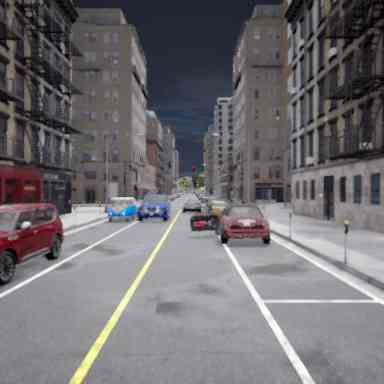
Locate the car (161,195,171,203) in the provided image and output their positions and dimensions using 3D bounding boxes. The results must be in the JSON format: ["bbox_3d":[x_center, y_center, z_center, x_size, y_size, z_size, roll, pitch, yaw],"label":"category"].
[{"bbox_3d":[-5.374,1.457,69.018,1.752,1.417,4.829,0,0,0],"label":"car"}]

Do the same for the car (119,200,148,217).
[{"bbox_3d":[-5.383,1.520,31.225,2.008,1.369,4.403,0,0,0],"label":"car"}]

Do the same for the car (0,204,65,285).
[{"bbox_3d":[-5.393,1.305,9.599,2.192,1.841,5.009,0,0,0],"label":"car"}]

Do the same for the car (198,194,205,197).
[{"bbox_3d":[2.650,1.488,63.506,2.008,1.369,4.403,0,0,0],"label":"car"}]

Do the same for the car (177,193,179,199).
[{"bbox_3d":[-5.369,1.455,91.913,2.008,1.369,4.403,0,0,0],"label":"car"}]

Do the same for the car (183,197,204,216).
[{"bbox_3d":[0.010,1.528,36.026,1.994,1.385,4.181,0,0,0],"label":"car"}]

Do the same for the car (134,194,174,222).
[{"bbox_3d":[-2.837,1.195,26.127,2.150,2.045,5.566,0,0,0],"label":"car"}]

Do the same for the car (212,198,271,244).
[{"bbox_3d":[2.266,1.336,15.864,2.097,1.767,4.553,0,0,0],"label":"car"}]

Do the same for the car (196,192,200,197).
[{"bbox_3d":[2.655,1.351,86.233,1.967,1.590,4.097,0,0,0],"label":"car"}]

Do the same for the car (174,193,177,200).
[{"bbox_3d":[-5.371,1.484,80.550,1.947,1.339,4.313,0,0,0],"label":"car"}]

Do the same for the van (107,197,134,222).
[{"bbox_3d":[-5.386,1.315,25.818,1.690,1.788,3.998,0,0,0],"label":"van"}]

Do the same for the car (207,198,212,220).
[{"bbox_3d":[2.651,1.494,31.394,1.752,1.417,4.829,0,0,0],"label":"car"}]

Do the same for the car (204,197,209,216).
[{"bbox_3d":[2.647,1.514,36.630,2.008,1.369,4.403,0,0,0],"label":"car"}]
